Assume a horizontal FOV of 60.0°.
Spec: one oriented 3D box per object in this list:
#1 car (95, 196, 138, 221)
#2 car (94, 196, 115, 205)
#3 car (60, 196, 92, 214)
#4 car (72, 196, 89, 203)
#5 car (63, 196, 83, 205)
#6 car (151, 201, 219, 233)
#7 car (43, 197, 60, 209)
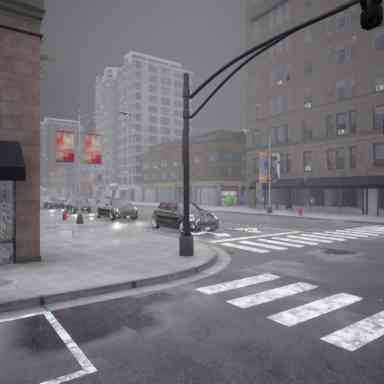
[{"bbox_3d":[-6.179,1.317,27.155,2.097,1.767,4.553,0,0,-36],"label":"car"},{"bbox_3d":[-14.878,1.410,56.168,1.837,1.490,4.892,0,-1,-36],"label":"car"},{"bbox_3d":[-12.237,1.454,35.549,1.837,1.490,4.892,0,0,-36],"label":"car"},{"bbox_3d":[-22.228,1.452,66.335,1.994,1.385,4.181,0,0,-36],"label":"car"},{"bbox_3d":[-21.393,1.450,59.649,2.033,1.411,5.357,0,0,-36],"label":"car"},{"bbox_3d":[-0.496,1.332,19.293,2.097,1.767,4.553,0,0,-36],"label":"car"},{"bbox_3d":[-18.296,1.439,43.998,1.837,1.490,4.892,0,0,-35],"label":"car"}]
